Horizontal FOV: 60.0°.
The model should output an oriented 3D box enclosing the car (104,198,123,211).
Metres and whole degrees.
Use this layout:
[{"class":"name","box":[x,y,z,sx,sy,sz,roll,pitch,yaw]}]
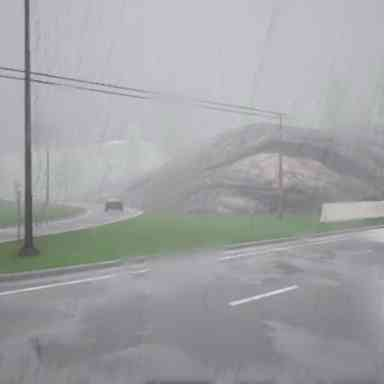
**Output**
[{"class":"car","box":[-9.169,1.381,38.706,1.882,1.535,5.008,0,0,-18]}]
